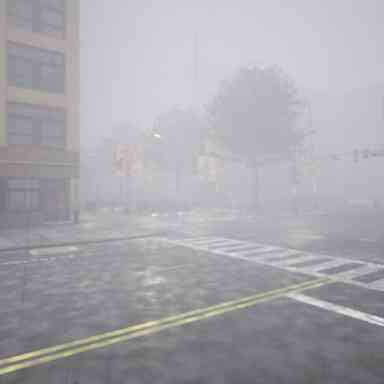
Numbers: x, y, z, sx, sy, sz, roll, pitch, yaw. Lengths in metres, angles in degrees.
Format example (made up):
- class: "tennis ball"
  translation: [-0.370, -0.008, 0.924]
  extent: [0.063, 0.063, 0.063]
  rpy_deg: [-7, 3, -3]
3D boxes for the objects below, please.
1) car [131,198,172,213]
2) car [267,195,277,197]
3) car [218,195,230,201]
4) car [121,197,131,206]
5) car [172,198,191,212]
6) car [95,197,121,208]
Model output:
- class: "car"
  translation: [-4.640, 1.510, 37.572]
  extent: [1.837, 1.490, 4.892]
  rpy_deg: [0, 0, -36]
- class: "car"
  translation: [17.487, 1.335, 72.838]
  extent: [2.002, 1.452, 4.674]
  rpy_deg: [0, 0, -36]
- class: "car"
  translation: [7.016, 1.427, 80.328]
  extent: [2.161, 1.482, 4.786]
  rpy_deg: [0, 0, -36]
- class: "car"
  translation: [-11.372, 1.554, 53.084]
  extent: [2.033, 1.411, 5.357]
  rpy_deg: [0, 0, -35]
- class: "car"
  translation: [-1.980, 1.511, 39.869]
  extent: [1.837, 1.490, 4.892]
  rpy_deg: [0, 0, -36]
- class: "car"
  translation: [-12.650, 1.483, 48.812]
  extent: [1.882, 1.535, 5.008]
  rpy_deg: [0, 0, -35]
